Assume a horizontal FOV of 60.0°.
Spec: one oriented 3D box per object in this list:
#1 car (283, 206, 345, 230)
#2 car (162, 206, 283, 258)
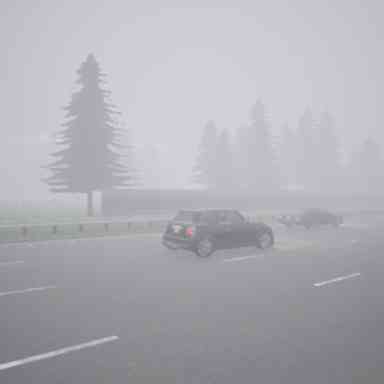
[{"bbox_3d":[8.087,1.680,22.417,5.357,1.411,2.033,0,0,-36],"label":"car"},{"bbox_3d":[1.175,1.410,13.184,4.553,1.767,2.097,0,0,-35],"label":"car"}]
